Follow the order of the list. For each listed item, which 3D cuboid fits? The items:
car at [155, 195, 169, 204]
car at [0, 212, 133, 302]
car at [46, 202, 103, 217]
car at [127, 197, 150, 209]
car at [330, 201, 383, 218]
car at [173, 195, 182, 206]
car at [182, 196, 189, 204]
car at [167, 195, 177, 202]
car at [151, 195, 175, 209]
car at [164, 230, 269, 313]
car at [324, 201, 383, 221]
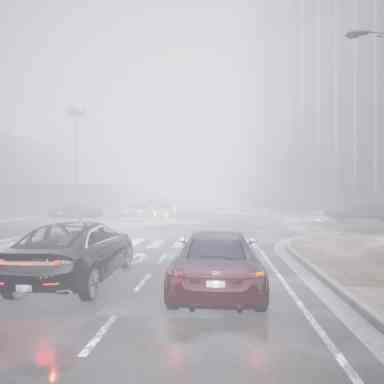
[{"bbox_3d":[-5.747,1.478,65.234,1.882,1.535,5.008,0,0,5],"label":"car"},{"bbox_3d":[-2.824,1.491,8.303,2.128,1.511,4.902,0,0,4],"label":"car"},{"bbox_3d":[-9.639,1.568,27.380,5.357,1.411,2.033,0,0,33],"label":"car"},{"bbox_3d":[-7.345,1.526,44.745,1.812,1.442,4.674,0,0,4],"label":"car"},{"bbox_3d":[15.512,1.560,30.548,4.892,1.490,1.837,0,0,4],"label":"car"},{"bbox_3d":[-3.175,1.526,53.439,1.812,1.442,4.674,0,0,4],"label":"car"},{"bbox_3d":[-2.417,1.490,63.123,2.128,1.511,4.902,0,0,5],"label":"car"},{"bbox_3d":[-4.725,1.524,78.290,1.812,1.442,4.674,0,0,4],"label":"car"},{"bbox_3d":[-3.855,1.526,44.485,1.812,1.442,4.674,0,0,4],"label":"car"},{"bbox_3d":[0.576,1.564,7.759,1.994,1.385,4.181,0,0,5],"label":"car"},{"bbox_3d":[13.732,1.603,27.173,5.357,1.411,2.033,0,0,4],"label":"car"}]
